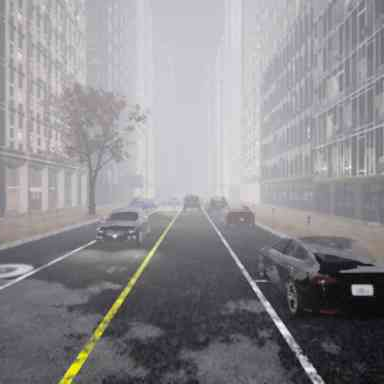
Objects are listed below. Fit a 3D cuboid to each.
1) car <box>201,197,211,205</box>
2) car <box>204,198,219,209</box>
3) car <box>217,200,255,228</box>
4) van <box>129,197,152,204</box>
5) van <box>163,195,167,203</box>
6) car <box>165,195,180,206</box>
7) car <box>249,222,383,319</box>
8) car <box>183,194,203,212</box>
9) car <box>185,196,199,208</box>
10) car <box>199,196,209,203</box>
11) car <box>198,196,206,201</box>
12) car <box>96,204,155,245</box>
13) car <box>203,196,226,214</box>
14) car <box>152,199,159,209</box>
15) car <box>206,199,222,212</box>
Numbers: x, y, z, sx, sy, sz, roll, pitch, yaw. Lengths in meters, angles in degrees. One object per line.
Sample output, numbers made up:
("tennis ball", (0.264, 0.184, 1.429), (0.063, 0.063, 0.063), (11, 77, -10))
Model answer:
("car", (2.688, 1.644, 64.471), (1.752, 1.417, 4.829), (0, 0, 0))
("car", (2.687, 1.639, 47.205), (1.887, 1.381, 4.507), (0, 0, 0))
("car", (3.000, 1.528, 22.510), (1.882, 1.535, 5.008), (0, 0, 0))
("van", (-5.696, 1.417, 35.815), (1.690, 1.788, 3.998), (0, 0, 0))
("van", (-5.694, 1.472, 75.702), (1.690, 1.788, 3.998), (0, 0, 0))
("car", (-3.054, 1.635, 56.830), (1.812, 1.442, 4.674), (0, 0, 0))
("car", (2.685, 1.583, 7.318), (1.947, 1.339, 4.313), (0, 0, 0))
("car", (0.032, 1.307, 40.491), (2.150, 2.045, 5.566), (0, 0, 1))
("car", (0.004, 1.453, 51.945), (2.097, 1.767, 4.553), (0, 0, 0))
("car", (2.688, 1.696, 75.698), (1.947, 1.339, 4.313), (0, 0, 0))
("car", (2.689, 1.704, 87.094), (1.947, 1.339, 4.313), (0, 0, 0))
("car", (-3.099, 1.541, 15.766), (1.837, 1.490, 4.892), (0, 0, 0))
("car", (2.685, 1.390, 35.810), (2.192, 1.841, 5.009), (0, 0, 0))
("car", (-5.693, 1.646, 47.208), (2.008, 1.369, 4.403), (0, 0, 0))
("car", (2.686, 1.611, 41.677), (1.752, 1.417, 4.829), (0, 0, 0))
